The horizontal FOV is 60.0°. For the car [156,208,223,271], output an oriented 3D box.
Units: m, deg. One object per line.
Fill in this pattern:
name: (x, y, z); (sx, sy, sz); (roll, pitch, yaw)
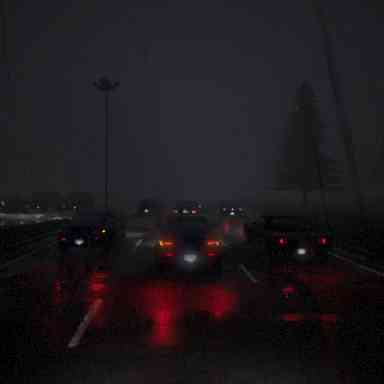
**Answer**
car: (-0.160, 1.445, 10.557); (1.812, 1.442, 4.674); (0, 0, -3)

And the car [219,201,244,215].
car: (3.311, 1.387, 28.382); (1.895, 1.301, 4.718); (0, 0, 3)

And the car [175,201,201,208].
car: (-0.375, 1.360, 24.768); (2.033, 1.411, 5.357); (0, 0, 2)

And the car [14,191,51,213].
car: (-15.118, 0.962, 33.703); (2.150, 2.045, 5.566); (0, 0, 4)

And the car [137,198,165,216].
car: (-3.605, 1.279, 29.734); (1.837, 1.490, 4.892); (0, 1, 3)

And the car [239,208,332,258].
car: (3.238, 1.508, 12.368); (1.895, 1.301, 4.718); (0, 0, -3)

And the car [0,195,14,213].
car: (-18.633, 1.092, 33.578); (2.097, 1.767, 4.553); (0, 0, 4)

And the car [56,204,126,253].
car: (-3.802, 1.424, 13.163); (1.812, 1.442, 4.674); (0, 0, -3)

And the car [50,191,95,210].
car: (-11.628, 0.965, 33.458); (2.150, 2.045, 5.566); (0, 0, 4)
